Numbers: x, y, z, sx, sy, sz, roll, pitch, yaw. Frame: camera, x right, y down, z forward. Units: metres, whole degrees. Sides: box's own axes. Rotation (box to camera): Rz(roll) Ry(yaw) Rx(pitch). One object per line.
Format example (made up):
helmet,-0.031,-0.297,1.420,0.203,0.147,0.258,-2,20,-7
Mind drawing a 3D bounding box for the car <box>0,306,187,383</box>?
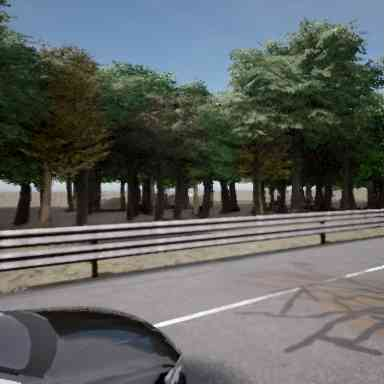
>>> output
car,-2.259,1.491,2.093,4.902,1.511,2.128,0,0,-36
